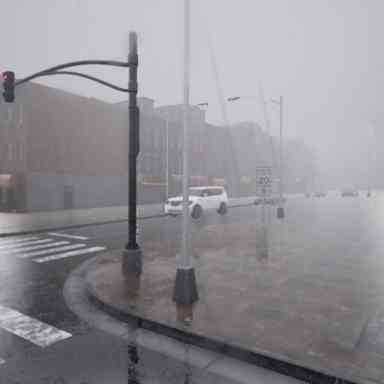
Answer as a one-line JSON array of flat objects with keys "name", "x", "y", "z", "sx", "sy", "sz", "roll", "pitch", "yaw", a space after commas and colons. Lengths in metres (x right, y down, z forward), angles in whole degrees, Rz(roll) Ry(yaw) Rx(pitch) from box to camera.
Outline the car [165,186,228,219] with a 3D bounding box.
[{"name": "car", "x": 0.477, "y": 0.645, "z": 23.208, "sx": 2.150, "sy": 2.045, "sz": 5.566, "roll": 0, "pitch": 2, "yaw": 36}]

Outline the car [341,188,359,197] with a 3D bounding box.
[{"name": "car", "x": 24.996, "y": 0.090, "z": 52.515, "sx": 2.033, "sy": 1.411, "sz": 5.357, "roll": 0, "pitch": 2, "yaw": 35}]

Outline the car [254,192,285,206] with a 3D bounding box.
[{"name": "car", "x": 7.822, "y": 0.665, "z": 33.500, "sx": 1.994, "sy": 1.385, "sz": 4.181, "roll": 0, "pitch": 2, "yaw": 36}]

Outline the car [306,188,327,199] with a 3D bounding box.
[{"name": "car", "x": 17.726, "y": 0.148, "z": 47.233, "sx": 2.128, "sy": 1.511, "sz": 4.902, "roll": 0, "pitch": 2, "yaw": 35}]
